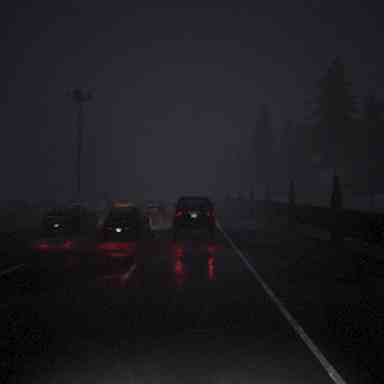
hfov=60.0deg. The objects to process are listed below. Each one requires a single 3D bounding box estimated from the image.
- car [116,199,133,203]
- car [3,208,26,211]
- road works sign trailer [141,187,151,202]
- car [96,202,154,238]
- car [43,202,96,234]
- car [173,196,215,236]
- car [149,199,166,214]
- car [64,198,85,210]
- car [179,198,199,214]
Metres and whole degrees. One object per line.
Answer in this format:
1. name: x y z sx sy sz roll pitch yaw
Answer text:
1. car: -7.406 1.494 36.869 1.882 1.535 5.008 0 0 -5
2. car: -22.260 1.510 41.958 2.128 1.511 4.902 0 0 -8
3. road works sign trailer: -10.592 0.497 75.641 2.380 3.560 2.880 0 0 -28
4. car: -3.402 1.513 17.818 1.837 1.490 4.892 0 0 0
5. car: -6.902 1.500 19.369 2.128 1.511 4.902 0 0 0
6. car: 0.098 1.229 18.699 2.150 2.045 5.566 0 0 0
7. car: -3.778 1.507 35.294 2.128 1.511 4.902 0 0 -4
8. car: -15.551 1.583 44.228 1.994 1.385 4.181 0 0 -9
9. car: -0.392 1.494 36.870 1.882 1.535 5.008 0 0 -5
